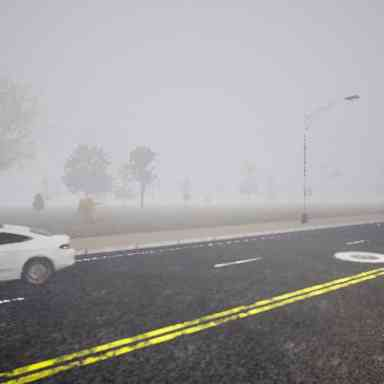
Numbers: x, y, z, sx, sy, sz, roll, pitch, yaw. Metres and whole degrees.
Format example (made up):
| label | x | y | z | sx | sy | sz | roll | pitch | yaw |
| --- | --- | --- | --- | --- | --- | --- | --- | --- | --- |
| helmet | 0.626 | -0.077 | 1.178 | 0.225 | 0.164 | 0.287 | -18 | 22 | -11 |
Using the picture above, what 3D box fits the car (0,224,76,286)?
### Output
| label | x | y | z | sx | sy | sz | roll | pitch | yaw |
| --- | --- | --- | --- | --- | --- | --- | --- | --- | --- |
| car | -5.231 | 1.525 | 7.928 | 4.674 | 1.442 | 1.812 | 0 | 0 | -35 |
